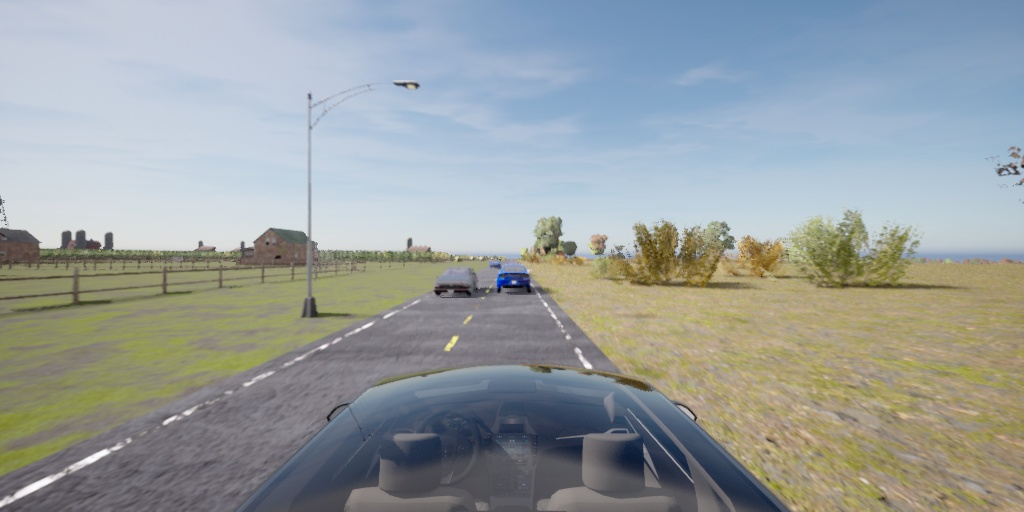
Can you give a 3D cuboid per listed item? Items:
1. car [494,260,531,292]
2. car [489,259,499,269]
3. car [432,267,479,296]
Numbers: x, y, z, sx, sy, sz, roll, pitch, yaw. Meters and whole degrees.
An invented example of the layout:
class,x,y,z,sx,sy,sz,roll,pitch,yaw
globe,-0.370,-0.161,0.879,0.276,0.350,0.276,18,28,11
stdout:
class,x,y,z,sx,sy,sz,roll,pitch,yaw
car,0.098,1.214,21.354,1.882,1.535,5.008,0,0,0
car,-2.793,1.308,59.912,1.882,1.535,5.008,0,0,1
car,-2.849,1.284,19.368,2.033,1.411,5.357,0,0,0
